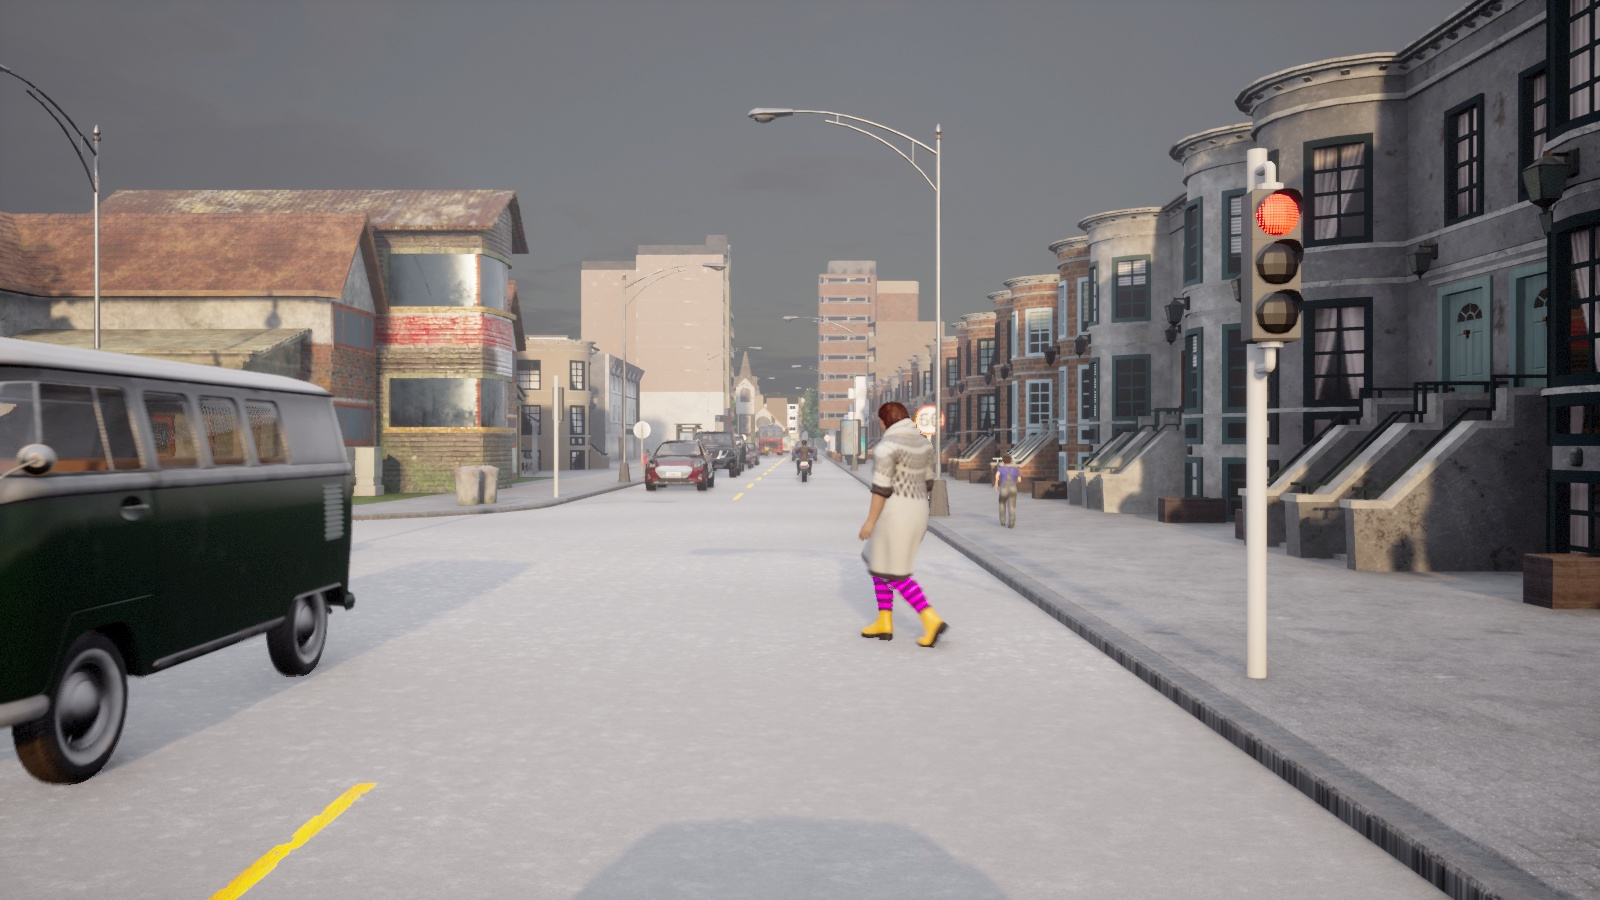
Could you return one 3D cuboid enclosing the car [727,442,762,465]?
[{"bbox_3d":[-3.694,0.220,84.885,2.128,1.511,4.902,0,0,0],"label":"car"}]

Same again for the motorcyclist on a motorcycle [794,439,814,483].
[{"bbox_3d":[0.174,0.420,49.117,0.766,1.649,2.350,0,0,0],"label":"motorcyclist on a motorcycle"}]

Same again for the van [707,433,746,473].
[{"bbox_3d":[-3.767,0.128,65.187,1.775,1.987,4.442,0,0,0],"label":"van"}]

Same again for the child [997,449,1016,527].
[{"bbox_3d":[3.396,0.622,20.643,0.270,1.263,0.437,0,0,5],"label":"child"}]

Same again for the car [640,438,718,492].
[{"bbox_3d":[-3.853,0.443,40.826,2.033,1.649,4.856,0,0,0],"label":"car"}]

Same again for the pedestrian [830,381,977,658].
[{"bbox_3d":[0.771,0.485,9.359,0.873,1.952,0.659,0,0,37],"label":"pedestrian"}]

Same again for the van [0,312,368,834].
[{"bbox_3d":[-3.950,0.458,6.713,1.775,1.987,4.442,0,0,0],"label":"van"}]

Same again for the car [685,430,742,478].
[{"bbox_3d":[-3.803,0.147,55.891,2.150,2.045,5.566,0,0,0],"label":"car"}]
